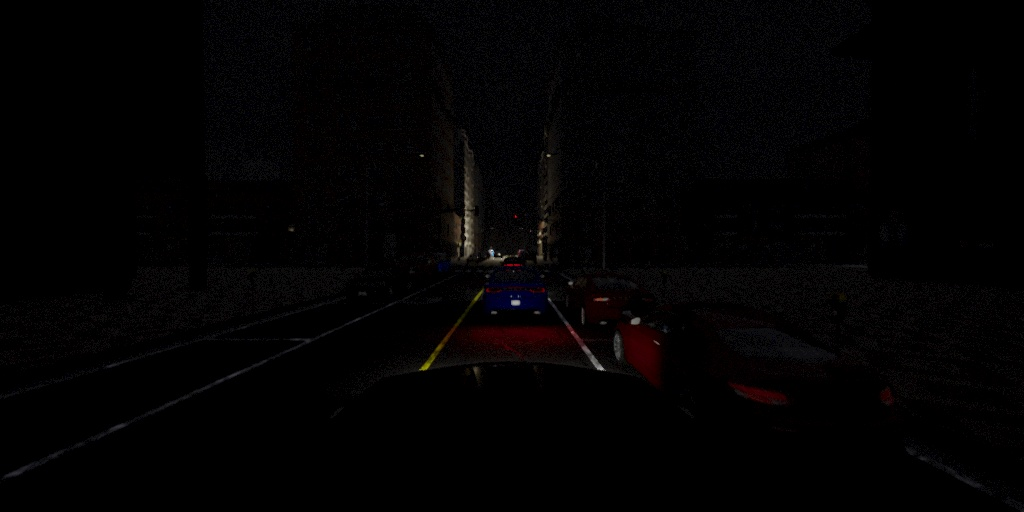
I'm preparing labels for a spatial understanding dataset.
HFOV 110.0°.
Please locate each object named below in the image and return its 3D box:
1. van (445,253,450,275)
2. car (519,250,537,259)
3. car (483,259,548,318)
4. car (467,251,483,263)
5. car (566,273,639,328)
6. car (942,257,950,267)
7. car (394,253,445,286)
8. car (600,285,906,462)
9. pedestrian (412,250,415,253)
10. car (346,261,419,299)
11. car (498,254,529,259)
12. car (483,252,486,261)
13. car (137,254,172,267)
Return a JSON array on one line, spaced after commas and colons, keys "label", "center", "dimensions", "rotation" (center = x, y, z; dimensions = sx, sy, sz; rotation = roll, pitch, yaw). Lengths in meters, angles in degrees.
[{"label": "van", "center": [-5.851, 0.653, 27.521], "dimensions": [1.690, 1.789, 3.998], "rotation": [0, 0, 0]}, {"label": "car", "center": [2.680, 0.112, 54.505], "dimensions": [2.192, 1.841, 5.009], "rotation": [0, 0, 0]}, {"label": "car", "center": [0.100, 1.053, 12.069], "dimensions": [1.882, 1.535, 5.008], "rotation": [0, 1, 0]}, {"label": "car", "center": [-5.846, 0.322, 54.364], "dimensions": [1.751, 1.417, 4.829], "rotation": [0, 0, 0]}, {"label": "car", "center": [2.670, 1.145, 10.575], "dimensions": [1.888, 1.381, 4.507], "rotation": [0, 0, 0]}, {"label": "car", "center": [48.162, 0.671, 41.411], "dimensions": [4.718, 1.301, 1.895], "rotation": [0, 1, 1]}, {"label": "car", "center": [-5.853, 0.724, 21.881], "dimensions": [2.192, 1.841, 5.009], "rotation": [0, 0, 0]}, {"label": "car", "center": [2.669, 1.277, 4.937], "dimensions": [1.802, 1.307, 4.207], "rotation": [0, 0, 0]}, {"label": "pedestrian", "center": [-12.541, 0.108, 45.467], "dimensions": [0.375, 1.860, 0.375], "rotation": [0, 1, 1]}, {"label": "car", "center": [-5.854, 1.070, 16.242], "dimensions": [1.948, 1.339, 4.313], "rotation": [0, 0, 0]}, {"label": "car", "center": [0.103, 0.808, 27.900], "dimensions": [1.837, 1.490, 4.892], "rotation": [0, 0, 0]}, {"label": "car", "center": [-5.844, 0.252, 60.189], "dimensions": [1.948, 1.339, 4.313], "rotation": [0, 0, 0]}, {"label": "car", "center": [-43.648, 0.501, 42.832], "dimensions": [4.902, 1.511, 2.128], "rotation": [0, 1, 1]}]
